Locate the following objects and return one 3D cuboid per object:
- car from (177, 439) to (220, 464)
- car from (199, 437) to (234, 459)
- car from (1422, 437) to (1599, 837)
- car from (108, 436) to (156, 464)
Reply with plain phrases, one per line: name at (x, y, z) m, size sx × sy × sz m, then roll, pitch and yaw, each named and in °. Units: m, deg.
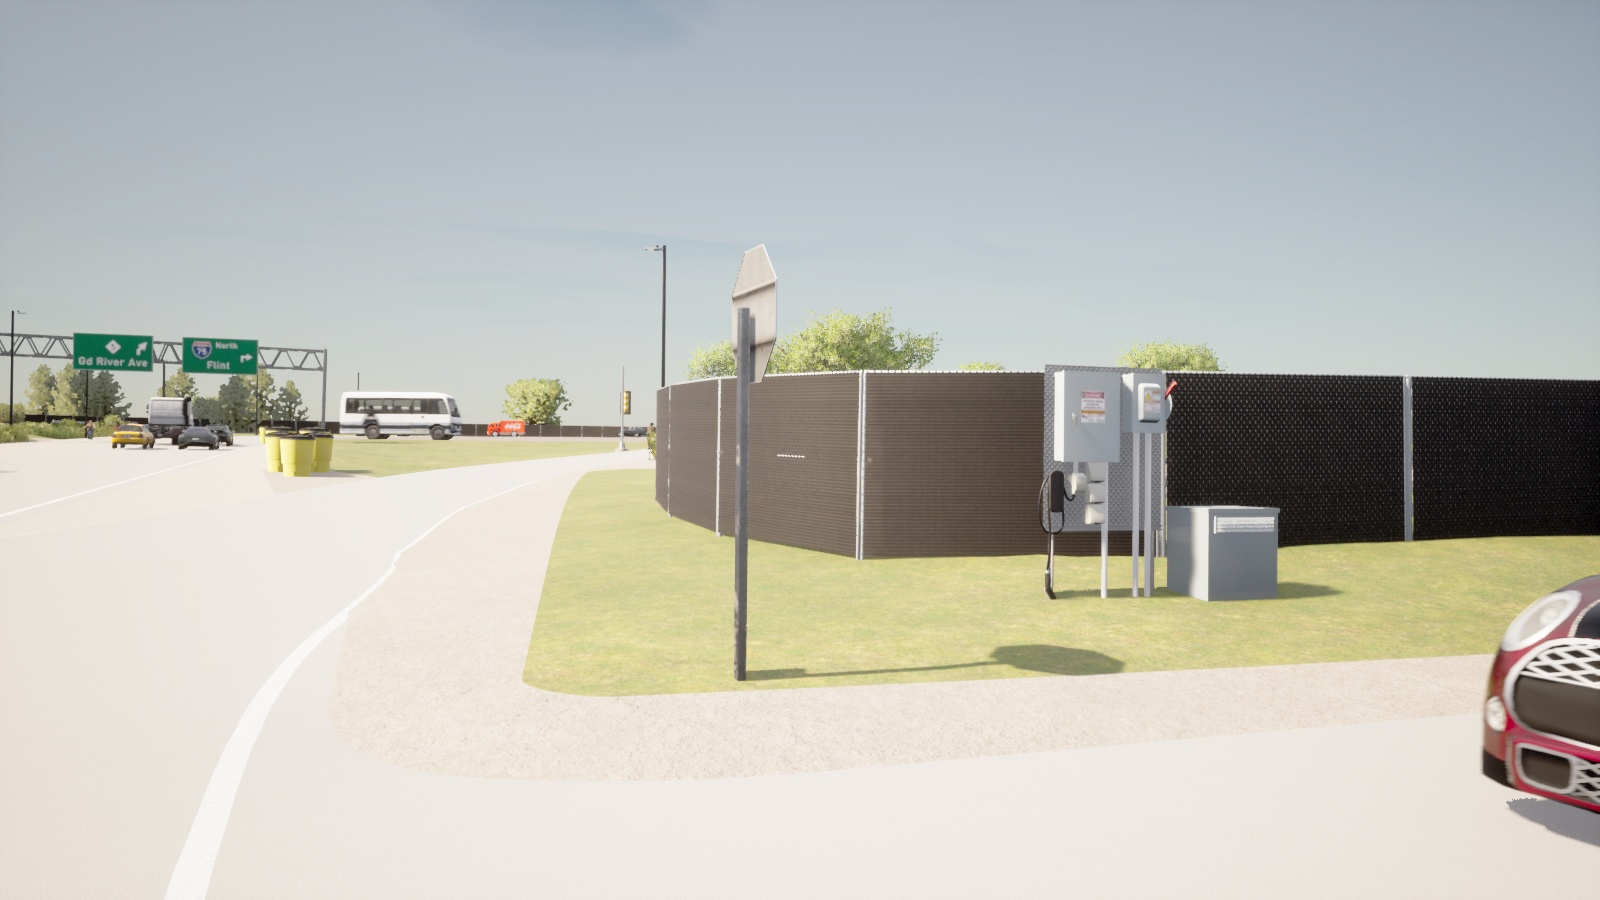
car at (-36.044, 0.062, 75.323) m, size 1.994 × 1.385 × 4.181 m, roll 0°, pitch 1°, yaw -21°
car at (-40.772, -0.155, 87.885) m, size 1.837 × 1.490 × 4.892 m, roll 0°, pitch 1°, yaw -21°
car at (4.789, 0.669, 5.120) m, size 3.806 × 1.475 × 1.970 m, roll -1°, pitch 0°, yaw -21°
car at (-39.286, -0.033, 73.999) m, size 1.801 × 1.575 × 5.366 m, roll 0°, pitch 1°, yaw -21°
